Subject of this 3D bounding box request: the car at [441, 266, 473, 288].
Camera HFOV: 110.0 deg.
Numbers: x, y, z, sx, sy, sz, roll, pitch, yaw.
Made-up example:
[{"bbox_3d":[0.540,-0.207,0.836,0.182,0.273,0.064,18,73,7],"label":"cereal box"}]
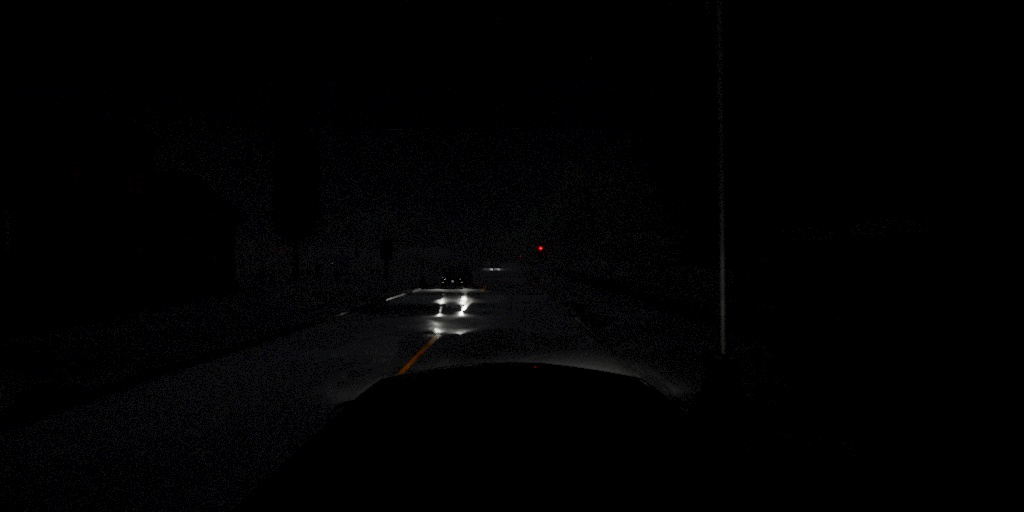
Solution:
[{"bbox_3d":[-4.010,1.536,26.671,1.837,1.490,4.892,0,-1,0],"label":"car"}]
